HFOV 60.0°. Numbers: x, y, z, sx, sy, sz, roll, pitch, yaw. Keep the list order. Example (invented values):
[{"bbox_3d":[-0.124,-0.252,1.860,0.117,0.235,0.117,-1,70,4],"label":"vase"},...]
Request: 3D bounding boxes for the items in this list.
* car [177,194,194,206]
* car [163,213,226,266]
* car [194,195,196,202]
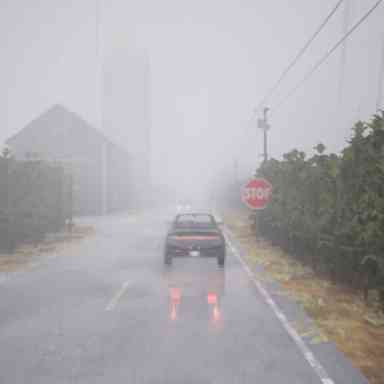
[{"bbox_3d":[-1.217,1.444,54.881,1.812,1.442,4.674,0,0,5],"label":"car"},{"bbox_3d":[0.096,1.473,11.479,2.128,1.511,4.902,0,0,1],"label":"car"},{"bbox_3d":[-0.198,1.250,70.168,2.097,1.767,4.553,0,0,3],"label":"car"}]
